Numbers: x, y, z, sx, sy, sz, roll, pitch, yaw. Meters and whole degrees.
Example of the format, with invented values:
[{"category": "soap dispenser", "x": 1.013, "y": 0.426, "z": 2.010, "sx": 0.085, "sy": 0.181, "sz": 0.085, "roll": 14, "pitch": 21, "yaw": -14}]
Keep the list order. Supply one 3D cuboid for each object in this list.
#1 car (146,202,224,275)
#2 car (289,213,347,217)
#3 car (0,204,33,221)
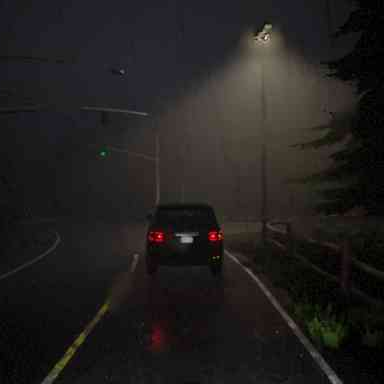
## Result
[{"category": "car", "x": -0.364, "y": 1.359, "z": 11.184, "sx": 2.150, "sy": 2.045, "sz": 5.566, "roll": 0, "pitch": -1, "yaw": -5}, {"category": "car", "x": 10.703, "y": 1.972, "z": 27.986, "sx": 4.718, "sy": 1.301, "sz": 1.895, "roll": 0, "pitch": -1, "yaw": 0}, {"category": "car", "x": -17.199, "y": 1.894, "z": 31.647, "sx": 4.892, "sy": 1.490, "sz": 1.837, "roll": 0, "pitch": -1, "yaw": 30}]
